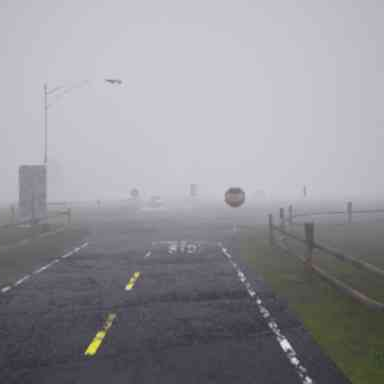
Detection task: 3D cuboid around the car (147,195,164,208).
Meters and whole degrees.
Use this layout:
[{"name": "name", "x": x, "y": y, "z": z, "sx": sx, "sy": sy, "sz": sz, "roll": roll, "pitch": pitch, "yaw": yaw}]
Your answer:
[{"name": "car", "x": -4.698, "y": 1.249, "z": 42.702, "sx": 1.837, "sy": 1.490, "sz": 4.892, "roll": 0, "pitch": 2, "yaw": -5}]
